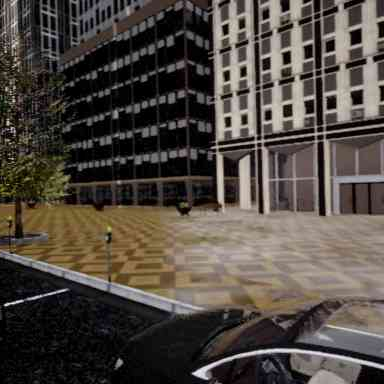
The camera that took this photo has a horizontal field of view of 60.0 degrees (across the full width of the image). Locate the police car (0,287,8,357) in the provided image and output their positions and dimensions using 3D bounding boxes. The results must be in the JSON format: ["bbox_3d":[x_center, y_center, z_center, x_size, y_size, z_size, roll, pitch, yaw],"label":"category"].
[{"bbox_3d":[-4.570,1.460,4.967,5.238,1.638,1.930,-1,1,41],"label":"police car"}]

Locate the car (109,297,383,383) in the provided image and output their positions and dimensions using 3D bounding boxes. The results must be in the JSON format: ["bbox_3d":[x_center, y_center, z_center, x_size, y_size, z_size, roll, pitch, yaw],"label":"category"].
[{"bbox_3d":[1.166,1.494,2.315,4.403,1.369,2.008,-1,0,41],"label":"car"}]
